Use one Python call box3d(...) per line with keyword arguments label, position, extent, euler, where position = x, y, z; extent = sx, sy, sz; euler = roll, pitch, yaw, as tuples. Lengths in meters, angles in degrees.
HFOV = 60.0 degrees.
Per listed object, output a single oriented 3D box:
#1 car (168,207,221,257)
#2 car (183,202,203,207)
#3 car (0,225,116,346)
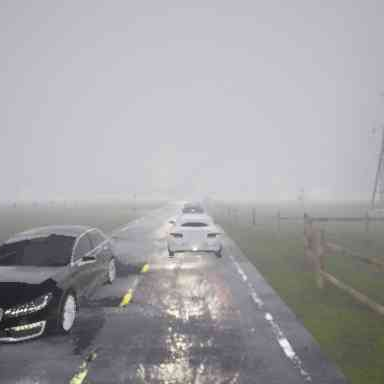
box3d(label="car", position=(0.085, 1.539, 12.829), extent=(1.812, 1.442, 4.674), euler=(0, 0, 0))
box3d(label="car", position=(0.091, 1.592, 30.818), extent=(1.994, 1.385, 4.181), euler=(0, 0, 0))
box3d(label="car", position=(-2.849, 1.512, 6.743), extent=(1.837, 1.490, 4.892), euler=(0, 0, 0))
